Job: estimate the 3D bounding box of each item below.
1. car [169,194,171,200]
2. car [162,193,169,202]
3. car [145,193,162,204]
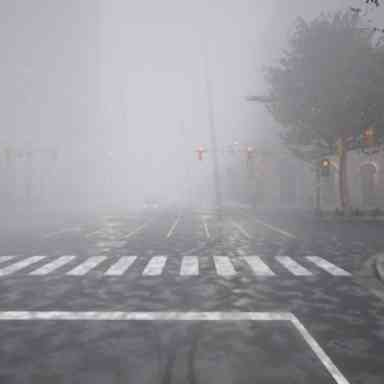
[{"bbox_3d":[-6.292,1.219,83.942,1.895,1.301,4.718,0,0,1],"label":"car"},{"bbox_3d":[-6.534,1.061,68.979,2.097,1.767,4.553,0,0,1],"label":"car"},{"bbox_3d":[-6.735,1.239,55.933,1.882,1.535,5.008,0,0,1],"label":"car"}]
